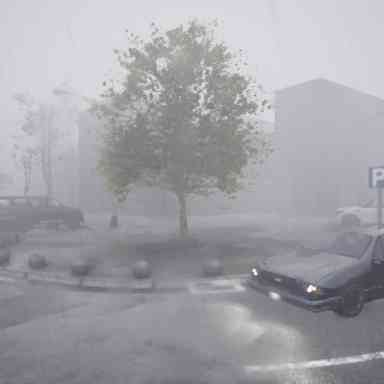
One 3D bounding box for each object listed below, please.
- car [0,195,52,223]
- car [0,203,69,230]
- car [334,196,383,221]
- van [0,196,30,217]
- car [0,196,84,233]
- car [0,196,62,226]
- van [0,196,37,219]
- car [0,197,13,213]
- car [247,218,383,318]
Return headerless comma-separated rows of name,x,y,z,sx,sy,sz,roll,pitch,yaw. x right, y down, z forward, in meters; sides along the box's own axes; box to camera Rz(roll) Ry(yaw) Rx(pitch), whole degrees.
car,-14.749,1.320,27.248,2.435,2.045,5.566,0,-1,32
car,-11.107,1.576,22.572,2.163,1.488,4.792,0,-1,32
car,11.284,1.232,19.361,5.566,2.045,2.435,-1,-1,33
van,-18.315,1.371,32.046,1.878,1.987,4.442,0,-1,32
car,-9.283,1.284,20.296,2.435,2.045,5.566,0,-1,32
car,-12.933,1.308,24.911,2.435,2.045,5.566,0,-1,32
van,-16.498,1.359,29.710,1.878,1.987,4.442,0,-1,32
car,-23.810,1.505,38.974,2.185,1.767,4.553,0,-1,32
car,3.815,1.525,7.466,5.357,1.411,2.033,0,0,-31
